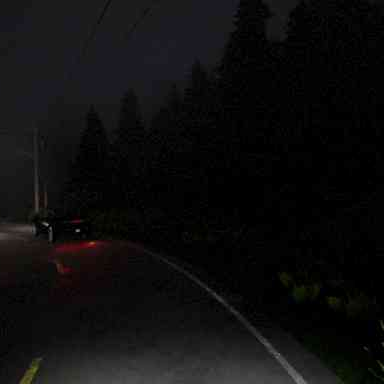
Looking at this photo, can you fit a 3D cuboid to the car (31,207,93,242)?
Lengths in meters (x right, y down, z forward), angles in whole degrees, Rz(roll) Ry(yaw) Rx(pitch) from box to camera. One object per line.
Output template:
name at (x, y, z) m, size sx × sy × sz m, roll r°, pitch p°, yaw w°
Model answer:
car at (-6.649, 1.535, 16.806) m, size 2.128 × 1.511 × 4.902 m, roll 0°, pitch 0°, yaw -39°
